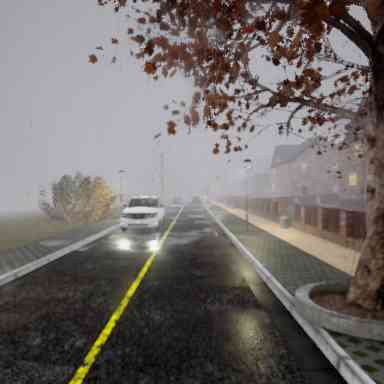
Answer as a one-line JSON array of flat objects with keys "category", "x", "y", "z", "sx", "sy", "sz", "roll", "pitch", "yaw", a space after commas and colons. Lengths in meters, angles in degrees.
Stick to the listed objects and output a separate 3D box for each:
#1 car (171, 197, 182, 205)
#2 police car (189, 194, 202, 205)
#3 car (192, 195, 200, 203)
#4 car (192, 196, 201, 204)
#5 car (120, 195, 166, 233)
[{"category": "car", "x": -2.770, "y": 1.613, "z": 60.205, "sx": 2.033, "sy": 1.411, "sz": 5.357, "roll": 0, "pitch": 0, "yaw": 1}, {"category": "police car", "x": 0.836, "y": 1.488, "z": 59.156, "sx": 1.930, "sy": 1.638, "sz": 5.238, "roll": 0, "pitch": 0, "yaw": 0}, {"category": "car", "x": 0.839, "y": 1.548, "z": 75.237, "sx": 1.801, "sy": 1.575, "sz": 5.366, "roll": 0, "pitch": 0, "yaw": 0}, {"category": "car", "x": 0.838, "y": 1.607, "z": 69.047, "sx": 1.812, "sy": 1.442, "sz": 4.674, "roll": 0, "pitch": 0, "yaw": 0}, {"category": "car", "x": -2.844, "y": 1.233, "z": 20.285, "sx": 2.150, "sy": 2.045, "sz": 5.566, "roll": 0, "pitch": 0, "yaw": 0}]
